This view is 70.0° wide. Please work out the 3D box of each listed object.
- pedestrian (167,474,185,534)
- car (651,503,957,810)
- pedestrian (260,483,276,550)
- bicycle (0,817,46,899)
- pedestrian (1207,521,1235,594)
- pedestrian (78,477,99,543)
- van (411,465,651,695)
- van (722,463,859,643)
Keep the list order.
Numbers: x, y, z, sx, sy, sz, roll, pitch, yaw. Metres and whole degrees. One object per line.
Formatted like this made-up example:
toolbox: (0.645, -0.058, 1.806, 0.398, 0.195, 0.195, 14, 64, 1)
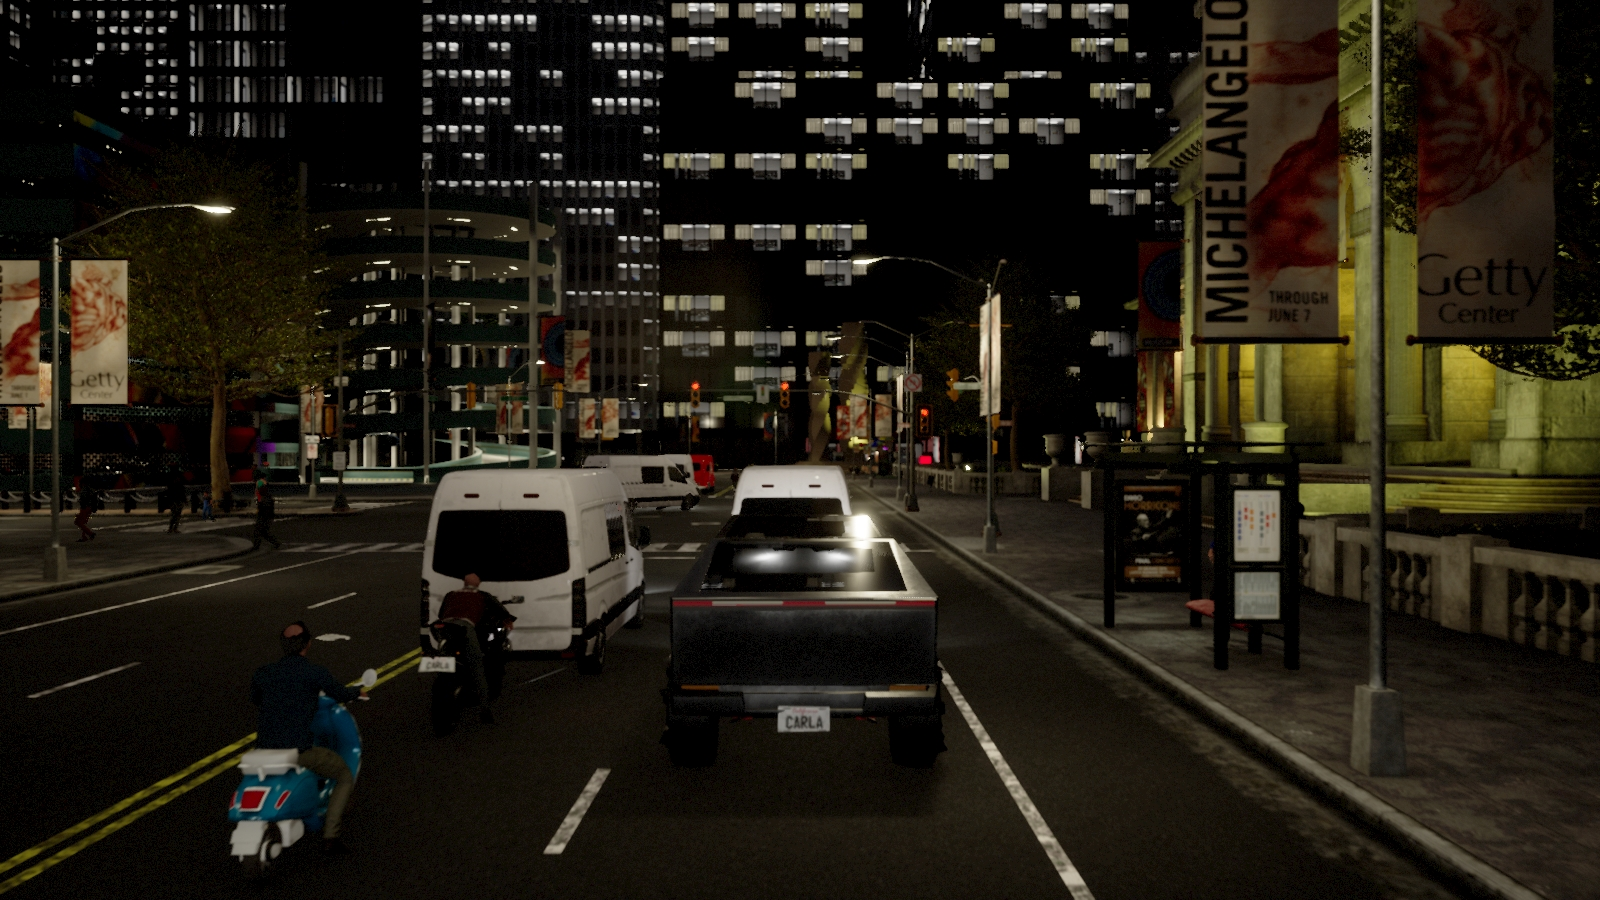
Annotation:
pedestrian: (-19.626, 1.692, 35.931, 0.375, 1.860, 0.375, 0, 0, 32)
car: (0.038, 1.752, 12.034, 2.390, 2.098, 6.274, 0, 0, 0)
pedestrian: (-14.798, 1.844, 31.791, 0.375, 1.860, 0.375, 0, 0, -27)
bicycle: (-3.499, 2.209, 4.130, 0.329, 1.171, 1.835, 0, 0, 0)
pedestrian: (7.750, 1.976, 21.054, 0.375, 1.300, 0.375, 0, 0, -1)
pedestrian: (-20.199, 1.693, 32.455, 0.375, 1.860, 0.375, 0, 0, -4)
van: (-3.466, 1.532, 16.058, 1.988, 2.561, 5.915, 0, 0, 0)
van: (-0.051, 1.532, 19.593, 1.988, 2.561, 5.915, 0, 0, 2)
